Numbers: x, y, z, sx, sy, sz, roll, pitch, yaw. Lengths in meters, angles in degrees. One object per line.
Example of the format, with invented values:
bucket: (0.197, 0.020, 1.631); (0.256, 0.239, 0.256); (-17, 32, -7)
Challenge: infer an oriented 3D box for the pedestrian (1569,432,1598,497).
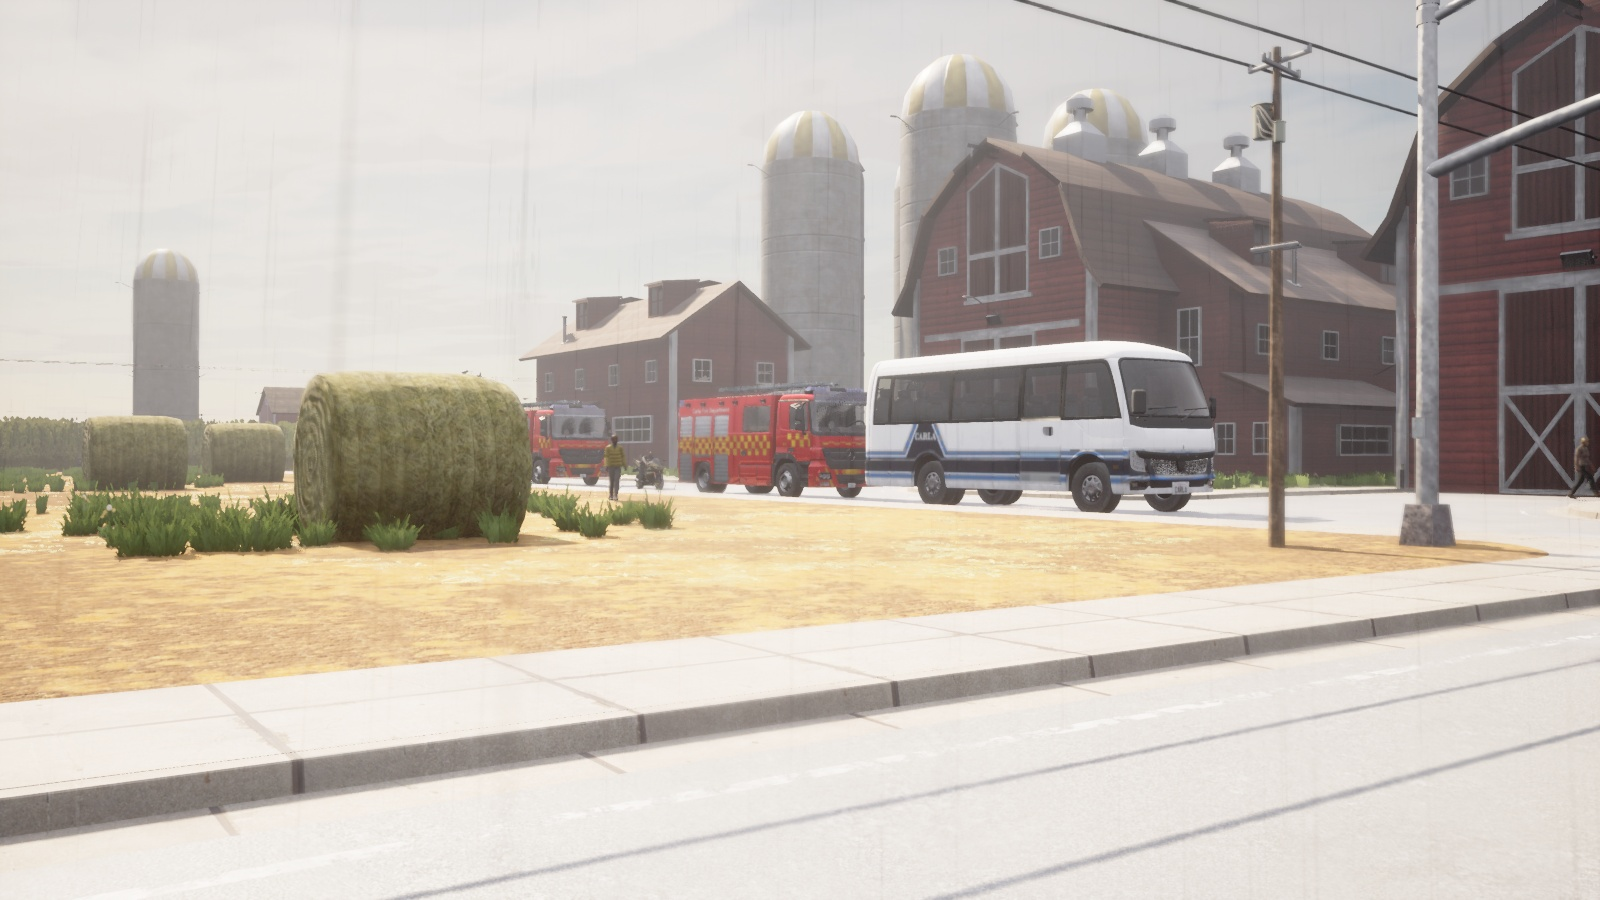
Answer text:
pedestrian: (22.687, 0.420, 36.357); (0.331, 1.846, 0.634); (0, 0, -35)

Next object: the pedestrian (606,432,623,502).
pedestrian: (-4.948, 0.454, 33.536); (0.370, 1.835, 0.726); (0, 0, -15)

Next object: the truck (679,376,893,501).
truck: (-0.707, -0.342, 42.652); (2.891, 3.827, 8.468); (0, 0, -36)

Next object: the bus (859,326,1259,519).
bus: (6.317, -0.595, 32.948); (3.944, 4.253, 10.273); (0, 0, -36)

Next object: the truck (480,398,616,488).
truck: (-11.783, -0.280, 57.959); (2.891, 3.827, 8.468); (0, 0, -36)

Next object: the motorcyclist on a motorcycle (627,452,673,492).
motorcyclist on a motorcycle: (-5.970, 0.870, 49.922); (0.866, 1.530, 2.191); (-1, 0, -36)
